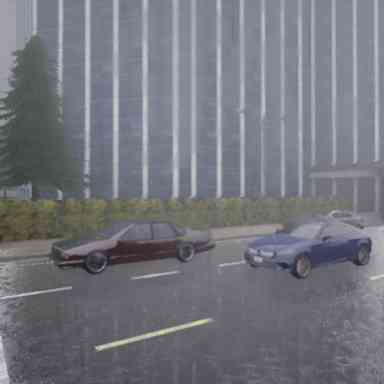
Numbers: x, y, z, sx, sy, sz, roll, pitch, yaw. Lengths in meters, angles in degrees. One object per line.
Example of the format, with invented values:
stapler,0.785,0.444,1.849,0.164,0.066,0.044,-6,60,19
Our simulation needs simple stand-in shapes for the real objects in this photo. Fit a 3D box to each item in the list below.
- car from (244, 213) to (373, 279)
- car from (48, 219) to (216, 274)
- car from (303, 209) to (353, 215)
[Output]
car,3.761,1.591,10.359,4.674,1.442,1.812,0,0,-33
car,-1.752,1.627,10.983,5.357,1.411,2.033,0,0,-33
car,6.430,1.593,16.267,4.902,1.511,2.128,0,0,-33
